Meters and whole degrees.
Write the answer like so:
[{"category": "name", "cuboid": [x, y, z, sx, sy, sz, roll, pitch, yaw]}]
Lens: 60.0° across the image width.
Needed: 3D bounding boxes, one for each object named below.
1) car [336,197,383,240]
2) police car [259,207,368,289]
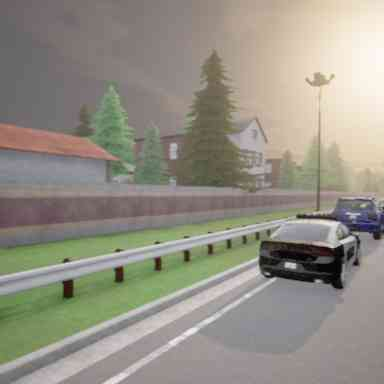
[{"category": "car", "cuboid": [9.034, 1.290, 17.878, 2.150, 2.045, 5.566, 1, 0, 33]}, {"category": "police car", "cuboid": [3.613, 1.445, 9.570, 1.930, 1.638, 5.238, 1, 0, 33]}]
